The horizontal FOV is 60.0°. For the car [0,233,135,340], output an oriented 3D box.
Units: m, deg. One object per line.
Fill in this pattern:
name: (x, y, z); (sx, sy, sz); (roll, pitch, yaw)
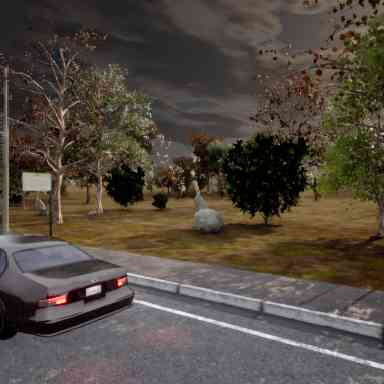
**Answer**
car: (-3.542, 1.547, 6.530); (5.357, 1.411, 2.033); (0, 0, 36)
